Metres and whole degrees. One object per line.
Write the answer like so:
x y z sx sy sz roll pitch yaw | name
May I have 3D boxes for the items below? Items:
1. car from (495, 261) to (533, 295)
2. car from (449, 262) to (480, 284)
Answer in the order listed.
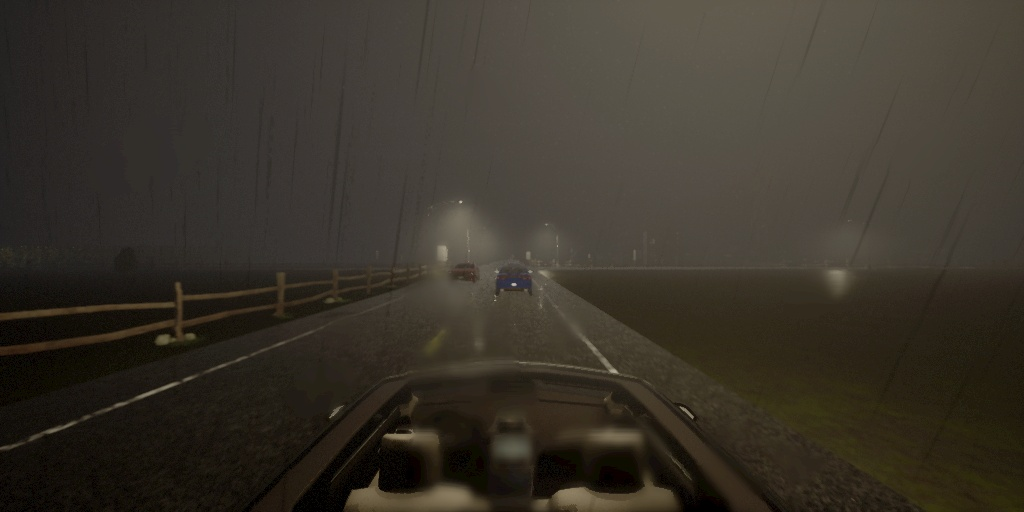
0.098 1.218 19.770 1.882 1.535 5.008 0 0 0 | car
-3.502 1.217 27.282 1.882 1.535 5.008 0 0 0 | car
